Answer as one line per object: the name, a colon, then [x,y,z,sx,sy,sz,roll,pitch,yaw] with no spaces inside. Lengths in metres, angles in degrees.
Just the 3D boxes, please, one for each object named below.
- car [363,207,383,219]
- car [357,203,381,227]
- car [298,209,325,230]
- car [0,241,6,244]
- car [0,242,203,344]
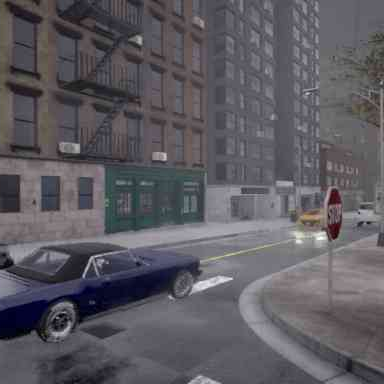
car: [23.805,2.657,43.215,1.994,1.385,4.181,0,-1,39]
car: [16.013,1.946,28.925,2.150,2.045,5.566,0,-2,39]
car: [10.002,2.076,26.131,1.882,1.535,5.008,0,-2,39]
car: [-5.999,1.528,6.149,2.128,1.511,4.902,0,-1,39]
car: [-1.829,1.676,6.643,1.895,1.301,4.718,-1,-2,39]
